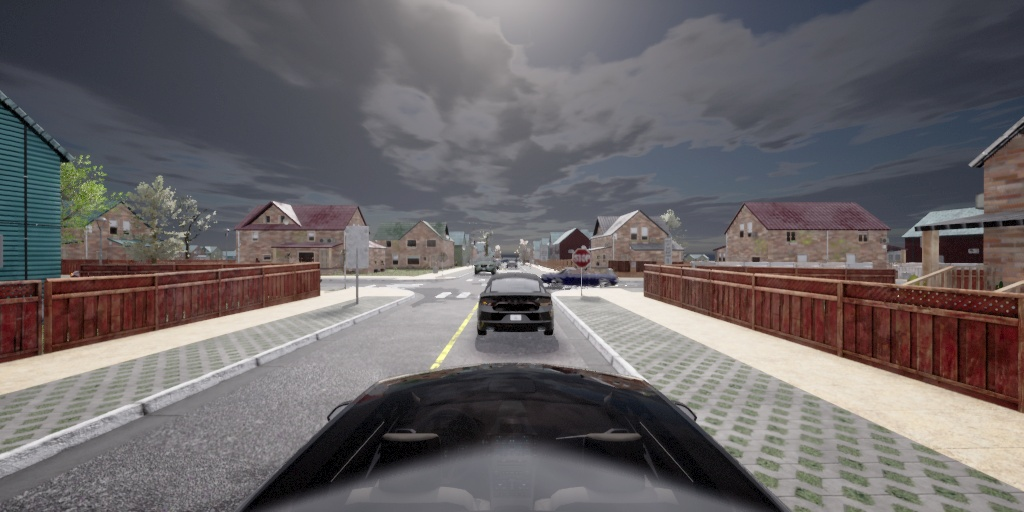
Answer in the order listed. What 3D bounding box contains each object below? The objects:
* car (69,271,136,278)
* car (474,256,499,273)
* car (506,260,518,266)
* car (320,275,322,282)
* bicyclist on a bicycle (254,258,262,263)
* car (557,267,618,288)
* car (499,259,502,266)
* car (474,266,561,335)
[{"bbox_3d":[-25.071,1.217,22.668,4.181,1.385,1.994,0,0,0],"label":"car"},{"bbox_3d":[-2.935,1.028,39.823,2.150,2.045,5.566,0,0,0],"label":"car"},{"bbox_3d":[-0.033,1.445,62.673,1.812,1.442,4.674,0,0,0],"label":"car"},{"bbox_3d":[-15.078,1.247,22.719,5.357,1.411,2.033,0,0,0],"label":"car"},{"bbox_3d":[-20.213,0.956,28.553,0.582,1.620,1.656,0,0,0],"label":"bicyclist on a bicycle"},{"bbox_3d":[4.368,1.400,23.011,4.718,1.301,1.895,0,0,15],"label":"car"},{"bbox_3d":[-2.934,1.392,56.582,1.837,1.490,4.892,0,-1,0],"label":"car"},{"bbox_3d":[0.082,1.228,10.489,1.882,1.535,5.008,0,0,0],"label":"car"}]
